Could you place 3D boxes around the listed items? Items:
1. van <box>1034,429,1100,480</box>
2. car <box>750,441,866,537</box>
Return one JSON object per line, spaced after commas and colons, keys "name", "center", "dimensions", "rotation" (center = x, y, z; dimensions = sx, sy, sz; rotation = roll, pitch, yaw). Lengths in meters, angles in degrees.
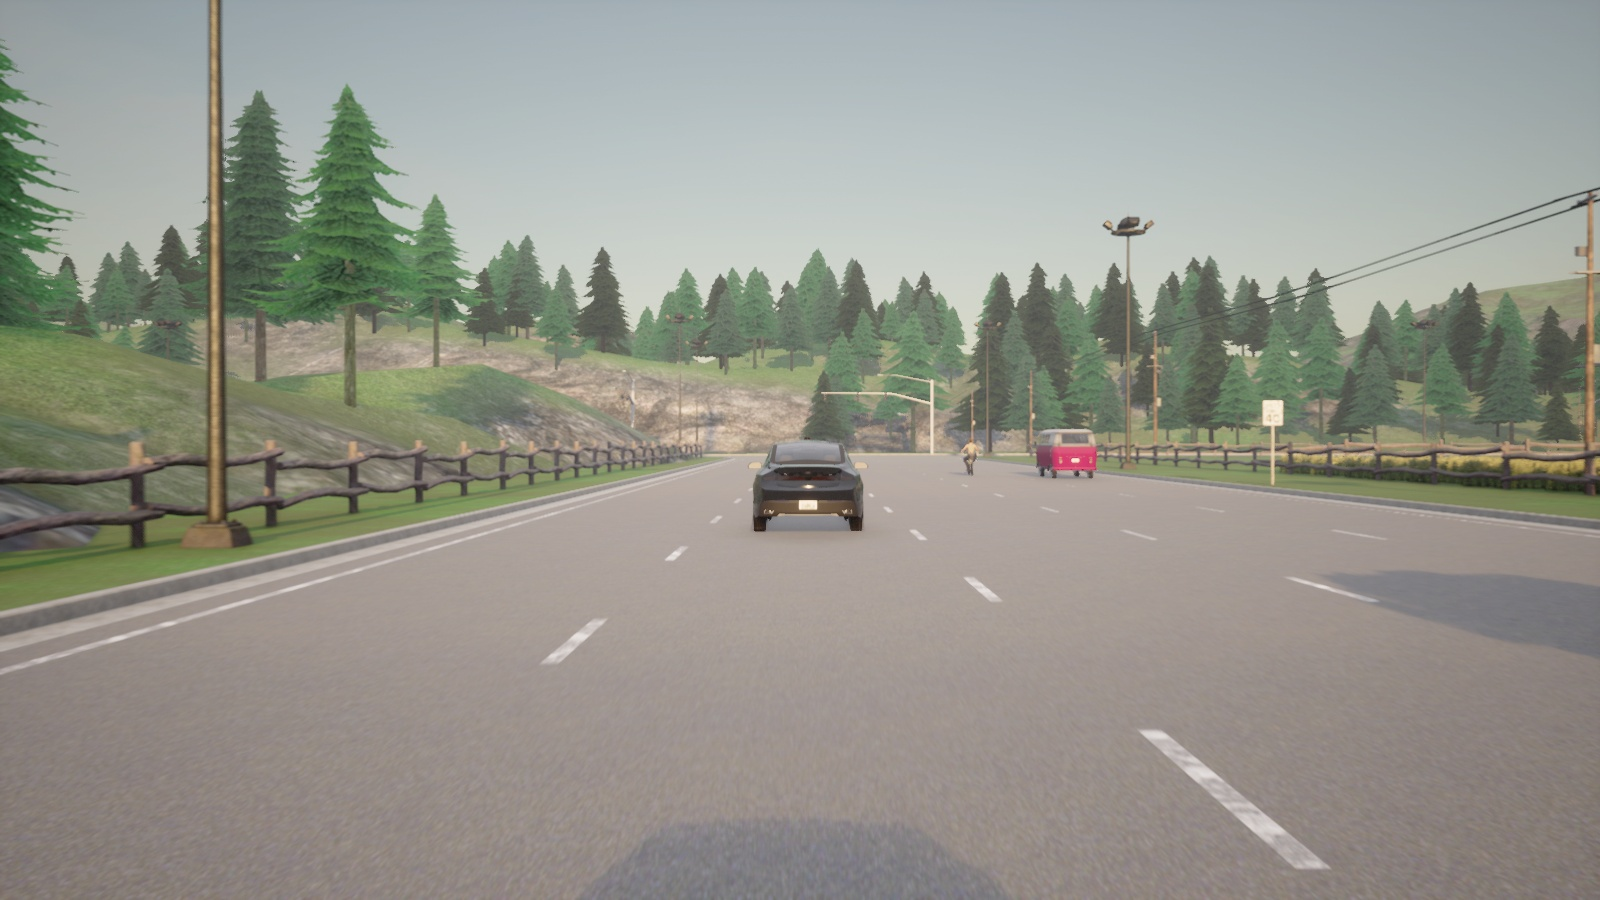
{"name": "van", "center": [10.805, 0.161, 51.145], "dimensions": [1.775, 1.987, 4.442], "rotation": [0, 0, 0]}
{"name": "car", "center": [0.142, 0.601, 22.344], "dimensions": [1.837, 1.490, 4.892], "rotation": [0, 1, 0]}
